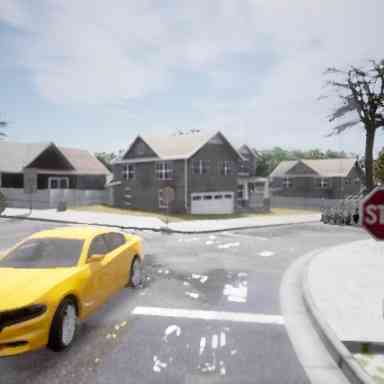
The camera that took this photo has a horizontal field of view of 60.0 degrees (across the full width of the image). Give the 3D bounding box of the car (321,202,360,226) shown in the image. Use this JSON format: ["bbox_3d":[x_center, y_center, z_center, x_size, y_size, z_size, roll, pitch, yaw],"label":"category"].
[{"bbox_3d":[12.007,1.620,26.073,4.553,1.767,2.097,1,1,-43],"label":"car"}]

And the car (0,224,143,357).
[{"bbox_3d":[-2.436,1.469,6.465,1.882,1.535,5.008,-1,0,9],"label":"car"}]
